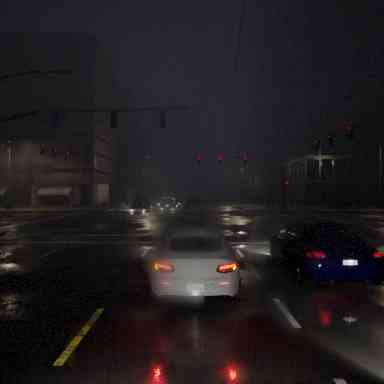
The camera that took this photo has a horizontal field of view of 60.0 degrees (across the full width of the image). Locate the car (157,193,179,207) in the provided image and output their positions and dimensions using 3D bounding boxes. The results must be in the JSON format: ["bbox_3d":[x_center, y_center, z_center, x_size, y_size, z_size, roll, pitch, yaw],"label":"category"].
[{"bbox_3d":[-3.543,1.222,50.583,2.150,2.045,5.566,0,0,0],"label":"car"}]

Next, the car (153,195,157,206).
[{"bbox_3d":[-7.038,1.547,55.865,2.033,1.411,5.357,0,0,0],"label":"car"}]

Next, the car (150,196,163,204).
[{"bbox_3d":[-6.977,1.564,65.821,1.994,1.385,4.181,0,0,1],"label":"car"}]

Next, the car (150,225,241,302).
[{"bbox_3d":[0.077,1.526,8.165,1.812,1.442,4.674,0,0,0],"label":"car"}]

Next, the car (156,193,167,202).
[{"bbox_3d":[-6.934,1.225,76.512,2.150,2.045,5.566,0,0,0],"label":"car"}]

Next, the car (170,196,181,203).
[{"bbox_3d":[-3.439,1.553,70.423,1.994,1.385,4.181,0,0,0],"label":"car"}]

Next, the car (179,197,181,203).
[{"bbox_3d":[-3.518,1.478,60.586,1.882,1.535,5.008,0,0,0],"label":"car"}]

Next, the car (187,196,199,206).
[{"bbox_3d":[0.140,1.477,55.243,1.882,1.535,5.008,0,0,0],"label":"car"}]

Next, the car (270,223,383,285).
[{"bbox_3d":[3.587,1.564,9.531,1.994,1.385,4.181,0,0,0],"label":"car"}]

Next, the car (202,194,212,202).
[{"bbox_3d":[3.568,1.546,78.429,1.994,1.385,4.181,0,0,0],"label":"car"}]

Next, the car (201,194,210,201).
[{"bbox_3d":[3.576,1.316,86.954,2.097,1.767,4.553,0,0,0],"label":"car"}]

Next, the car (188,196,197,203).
[{"bbox_3d":[0.072,1.596,72.715,1.895,1.301,4.718,0,0,0],"label":"car"}]

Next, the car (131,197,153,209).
[{"bbox_3d":[-7.082,1.478,46.101,1.882,1.535,5.008,0,0,1],"label":"car"}]
